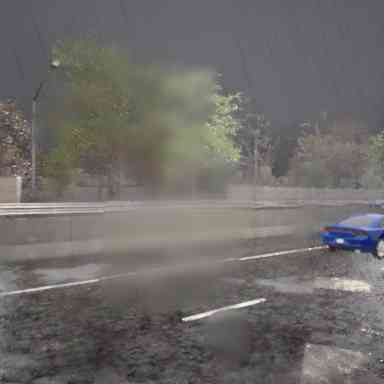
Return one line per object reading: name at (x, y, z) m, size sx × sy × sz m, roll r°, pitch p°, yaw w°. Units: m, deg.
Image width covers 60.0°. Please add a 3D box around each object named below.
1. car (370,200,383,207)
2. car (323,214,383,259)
car at (32.552, 2.106, 57.164) m, size 5.008 × 1.535 × 1.882 m, roll 1°, pitch 0°, yaw -35°
car at (7.326, 1.612, 13.317) m, size 5.008 × 1.535 × 1.882 m, roll 0°, pitch 0°, yaw -35°
